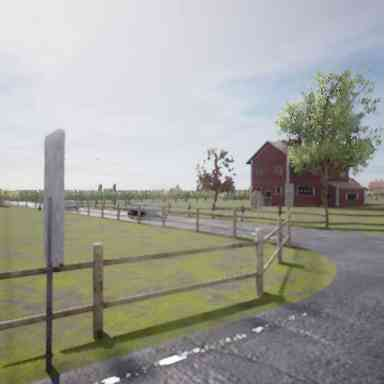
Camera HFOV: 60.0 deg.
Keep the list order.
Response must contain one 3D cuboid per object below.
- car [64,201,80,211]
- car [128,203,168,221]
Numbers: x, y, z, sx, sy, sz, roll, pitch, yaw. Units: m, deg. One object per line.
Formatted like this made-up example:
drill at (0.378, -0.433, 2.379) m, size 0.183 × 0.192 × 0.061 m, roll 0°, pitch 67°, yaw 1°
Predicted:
car at (-17.991, 1.975, 48.715) m, size 2.033 × 1.411 × 5.357 m, roll 1°, pitch -1°, yaw -36°
car at (-3.941, 1.704, 29.326) m, size 2.128 × 1.511 × 4.902 m, roll 1°, pitch -1°, yaw -36°
